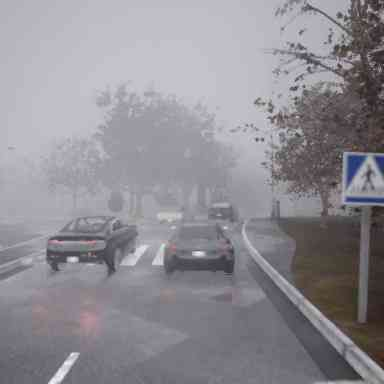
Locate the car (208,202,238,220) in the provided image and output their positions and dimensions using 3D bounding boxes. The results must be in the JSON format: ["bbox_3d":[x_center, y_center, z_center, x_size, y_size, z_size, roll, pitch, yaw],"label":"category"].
[{"bbox_3d":[2.493,1.538,26.088,1.882,1.535,5.008,-1,-1,13],"label":"car"}]

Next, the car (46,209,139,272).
[{"bbox_3d":[-3.002,1.522,10.928,2.128,1.511,4.902,0,0,1],"label":"car"}]

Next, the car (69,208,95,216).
[{"bbox_3d":[-23.313,4.203,70.533,1.882,1.535,5.008,-3,-5,40],"label":"car"}]

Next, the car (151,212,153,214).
[{"bbox_3d":[-6.360,4.507,74.393,5.357,1.411,2.033,0,-4,1],"label":"car"}]

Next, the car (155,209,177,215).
[{"bbox_3d":[-6.074,4.695,77.627,4.902,1.511,2.128,0,-4,1],"label":"car"}]

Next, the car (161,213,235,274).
[{"bbox_3d":[0.245,1.589,10.683,1.994,1.385,4.181,0,0,2],"label":"car"}]

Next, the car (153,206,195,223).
[{"bbox_3d":[-1.066,1.684,25.073,1.895,1.301,4.718,-1,-1,12],"label":"car"}]

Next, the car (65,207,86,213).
[{"bbox_3d":[-22.890,3.786,65.854,2.097,1.767,4.553,-2,-4,28],"label":"car"}]
